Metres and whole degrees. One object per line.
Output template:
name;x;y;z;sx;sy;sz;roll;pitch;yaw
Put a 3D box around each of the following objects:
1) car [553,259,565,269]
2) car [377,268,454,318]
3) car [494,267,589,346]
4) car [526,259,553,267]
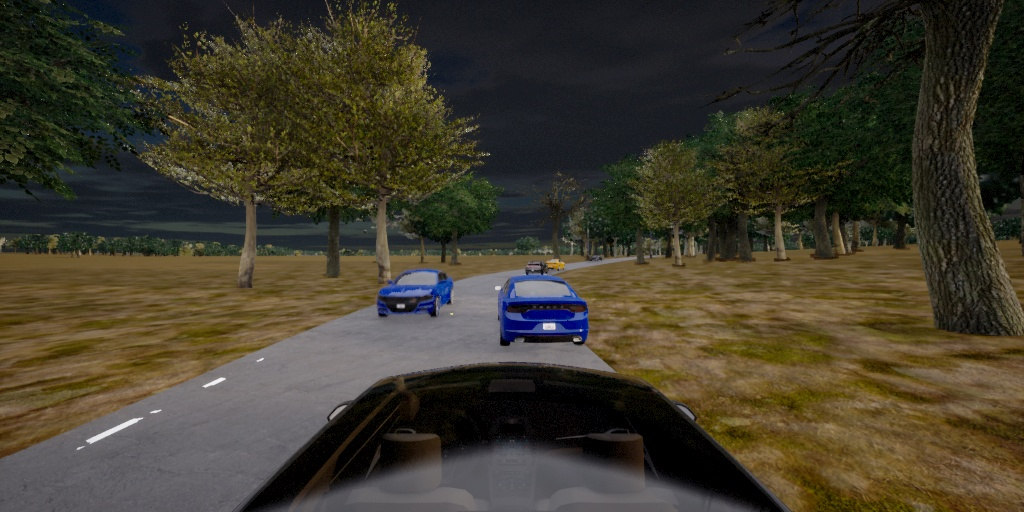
car;5.817;1.148;48.347;1.882;1.535;5.008;0;1;21
car;-3.354;1.227;13.242;1.882;1.535;5.008;0;0;-1
car;0.585;1.228;9.491;1.882;1.535;5.008;0;0;-3
car;2.714;1.233;38.458;2.128;1.511;4.902;0;0;15
